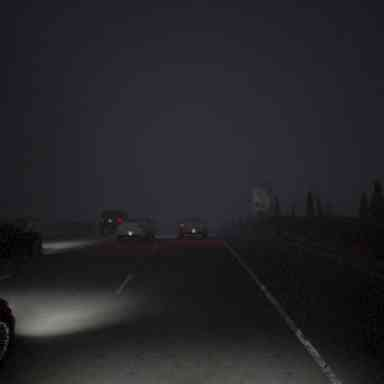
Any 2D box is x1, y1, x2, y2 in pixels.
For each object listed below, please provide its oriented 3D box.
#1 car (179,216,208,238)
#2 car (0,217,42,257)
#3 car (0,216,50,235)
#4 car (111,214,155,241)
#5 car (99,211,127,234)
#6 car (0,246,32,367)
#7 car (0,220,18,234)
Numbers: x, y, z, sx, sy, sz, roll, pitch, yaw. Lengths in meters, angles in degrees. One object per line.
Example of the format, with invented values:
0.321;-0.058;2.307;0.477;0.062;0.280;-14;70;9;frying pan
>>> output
0.101;2.411;23.138;1.812;1.442;4.674;0;-5;0;car
-6.901;1.693;11.374;2.128;1.511;4.902;0;-2;0;car
-14.018;2.869;28.202;1.837;1.490;4.892;0;-7;1;car
-3.399;2.219;20.669;1.812;1.442;4.674;0;-4;0;car
-6.898;2.848;30.669;2.150;2.045;5.566;0;-7;0;car
-3.399;1.563;2.764;1.812;1.442;4.674;0;-1;0;car
-20.996;3.843;36.049;1.812;1.442;4.674;0;-8;0;car
